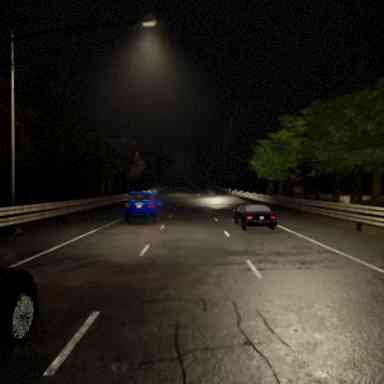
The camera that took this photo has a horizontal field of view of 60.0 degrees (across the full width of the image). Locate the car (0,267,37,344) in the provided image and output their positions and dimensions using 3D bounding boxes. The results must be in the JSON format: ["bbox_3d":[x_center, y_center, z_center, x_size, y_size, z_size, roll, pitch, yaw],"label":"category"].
[{"bbox_3d":[-3.399,1.468,3.438,2.128,1.511,4.902,0,0,0],"label":"car"}]

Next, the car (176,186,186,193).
[{"bbox_3d":[-3.474,-0.470,95.042,1.812,1.442,4.674,0,2,0],"label":"car"}]

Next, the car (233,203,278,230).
[{"bbox_3d":[3.605,1.365,19.723,2.033,1.411,5.357,0,1,0],"label":"car"}]

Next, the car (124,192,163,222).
[{"bbox_3d":[-3.394,0.980,24.015,2.150,2.045,5.566,0,1,0],"label":"car"}]
